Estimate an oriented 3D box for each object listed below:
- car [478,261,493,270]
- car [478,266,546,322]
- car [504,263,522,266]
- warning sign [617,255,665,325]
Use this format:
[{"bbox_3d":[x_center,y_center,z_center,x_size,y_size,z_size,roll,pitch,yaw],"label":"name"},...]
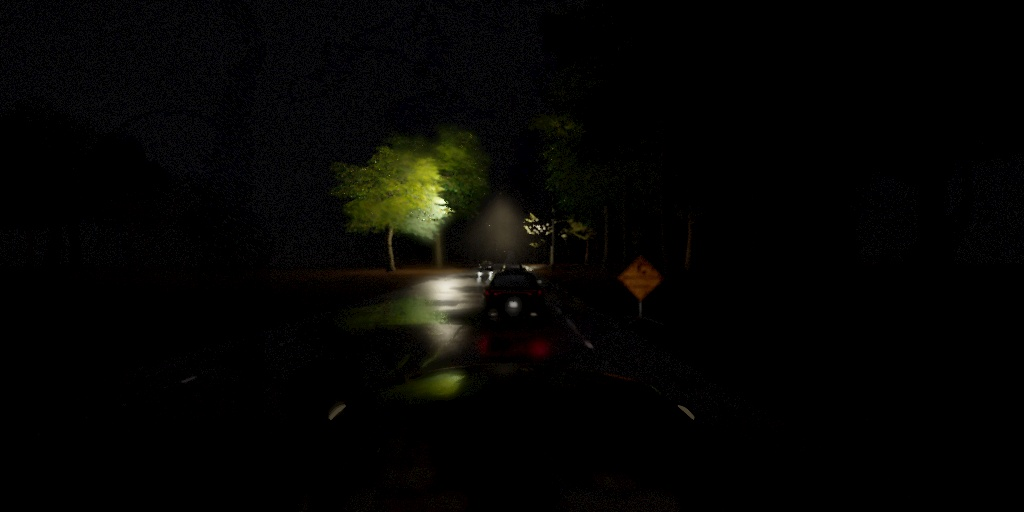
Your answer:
[{"bbox_3d":[-3.578,1.394,49.676,1.837,1.490,4.892,0,0,0],"label":"car"},{"bbox_3d":[0.068,1.258,12.478,1.882,1.535,5.008,0,-1,0],"label":"car"},{"bbox_3d":[0.070,1.317,27.743,2.128,1.511,4.902,0,0,0],"label":"car"},{"bbox_3d":[3.551,0.888,9.954,1.300,1.860,1.060,0,0,0],"label":"warning sign"}]
